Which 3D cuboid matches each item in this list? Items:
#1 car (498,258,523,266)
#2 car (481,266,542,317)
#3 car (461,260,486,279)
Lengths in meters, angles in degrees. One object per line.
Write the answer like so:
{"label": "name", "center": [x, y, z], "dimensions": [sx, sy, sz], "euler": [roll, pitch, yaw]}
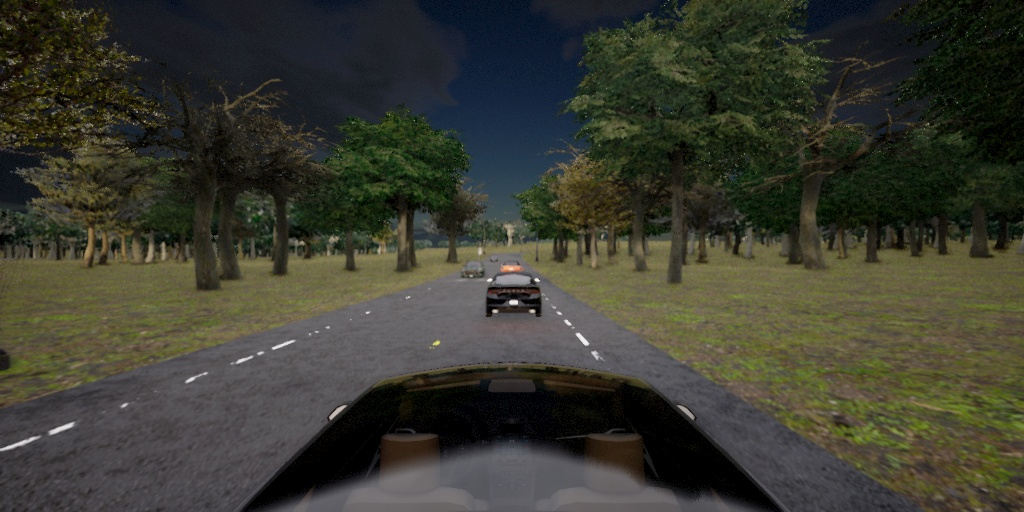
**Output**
{"label": "car", "center": [0.002, 1.217, 34.138], "dimensions": [2.097, 1.767, 4.553], "euler": [0, 0, 0]}
{"label": "car", "center": [0.057, 1.313, 13.743], "dimensions": [1.882, 1.535, 5.008], "euler": [0, 0, 0]}
{"label": "car", "center": [-3.696, 1.213, 34.757], "dimensions": [2.097, 1.767, 4.553], "euler": [0, 0, 0]}
